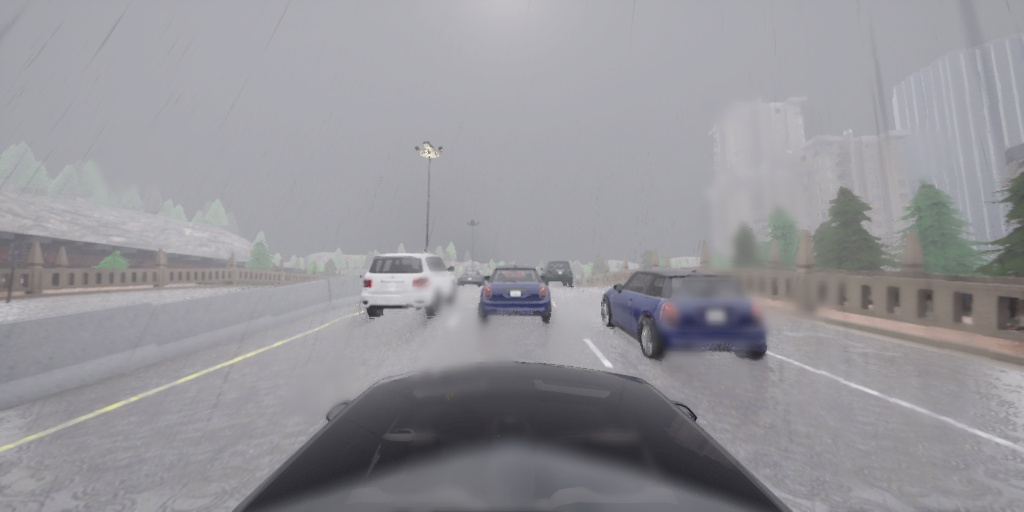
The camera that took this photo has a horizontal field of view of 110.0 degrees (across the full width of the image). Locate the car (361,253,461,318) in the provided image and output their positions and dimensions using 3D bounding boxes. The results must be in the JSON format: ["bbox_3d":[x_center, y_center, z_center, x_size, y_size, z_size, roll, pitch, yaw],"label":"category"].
[{"bbox_3d":[-3.400,0.941,12.860,2.150,2.045,5.566,0,0,0],"label":"car"}]

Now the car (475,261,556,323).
[{"bbox_3d":[0.100,1.070,12.147,2.097,1.767,4.553,0,0,0],"label":"car"}]

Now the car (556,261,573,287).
[{"bbox_3d":[3.601,1.515,29.383,2.150,2.045,5.566,0,-4,0],"label":"car"}]

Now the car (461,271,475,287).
[{"bbox_3d":[-3.399,1.961,30.873,1.994,1.385,4.181,0,-4,0],"label":"car"}]

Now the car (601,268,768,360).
[{"bbox_3d":[3.600,1.077,8.443,2.097,1.767,4.553,0,0,0],"label":"car"}]
